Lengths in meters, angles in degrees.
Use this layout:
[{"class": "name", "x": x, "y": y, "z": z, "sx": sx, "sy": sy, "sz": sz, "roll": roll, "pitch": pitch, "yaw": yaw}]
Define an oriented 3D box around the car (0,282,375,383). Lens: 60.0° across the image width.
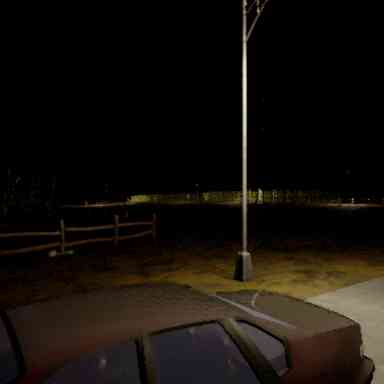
[{"class": "car", "x": -0.767, "y": 1.548, "z": 2.458, "sx": 5.357, "sy": 1.411, "sz": 2.033, "roll": 0, "pitch": 0, "yaw": -35}]
